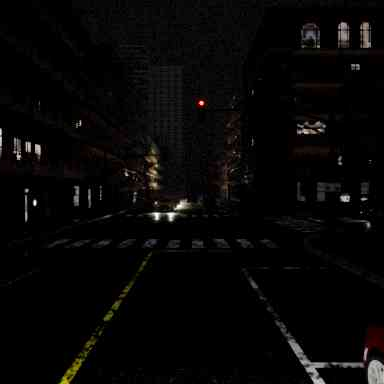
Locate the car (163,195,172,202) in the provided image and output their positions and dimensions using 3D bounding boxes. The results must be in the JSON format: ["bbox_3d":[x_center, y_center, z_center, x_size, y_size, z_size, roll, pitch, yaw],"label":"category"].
[{"bbox_3d":[-5.738,1.561,78.289,1.752,1.417,4.829,-1,0,0],"label":"car"}]

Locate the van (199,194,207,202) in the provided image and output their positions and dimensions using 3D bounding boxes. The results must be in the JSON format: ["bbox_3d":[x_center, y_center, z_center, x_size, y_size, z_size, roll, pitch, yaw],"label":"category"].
[{"bbox_3d":[2.640,1.377,78.458,1.690,1.788,3.998,-1,0,0],"label":"van"}]

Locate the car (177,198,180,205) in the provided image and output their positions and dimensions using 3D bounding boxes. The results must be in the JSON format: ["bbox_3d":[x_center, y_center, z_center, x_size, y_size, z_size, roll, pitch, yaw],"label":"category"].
[{"bbox_3d":[-3.121,1.559,49.277,2.033,1.411,5.357,0,0,0],"label":"car"}]

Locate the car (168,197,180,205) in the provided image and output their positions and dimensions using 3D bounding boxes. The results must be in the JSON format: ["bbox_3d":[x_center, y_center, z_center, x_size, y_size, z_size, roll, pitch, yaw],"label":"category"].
[{"bbox_3d":[-3.106,1.620,59.277,1.895,1.301,4.718,0,0,1],"label":"car"}]

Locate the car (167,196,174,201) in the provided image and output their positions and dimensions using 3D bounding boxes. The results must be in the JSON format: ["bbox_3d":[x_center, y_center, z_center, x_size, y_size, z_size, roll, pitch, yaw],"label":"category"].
[{"bbox_3d":[-5.743,1.631,89.515,1.802,1.307,4.206,-1,0,0],"label":"car"}]

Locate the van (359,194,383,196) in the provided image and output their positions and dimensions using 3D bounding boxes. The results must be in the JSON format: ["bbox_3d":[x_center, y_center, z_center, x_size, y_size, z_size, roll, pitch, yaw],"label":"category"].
[{"bbox_3d":[15.628,1.035,27.397,3.998,1.788,1.690,-1,1,-1],"label":"van"}]

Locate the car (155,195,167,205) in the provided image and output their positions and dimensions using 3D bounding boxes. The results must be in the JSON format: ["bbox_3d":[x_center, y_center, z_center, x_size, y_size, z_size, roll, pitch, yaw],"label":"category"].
[{"bbox_3d":[-5.730,1.461,61.875,1.967,1.590,4.097,-1,0,0],"label":"car"}]

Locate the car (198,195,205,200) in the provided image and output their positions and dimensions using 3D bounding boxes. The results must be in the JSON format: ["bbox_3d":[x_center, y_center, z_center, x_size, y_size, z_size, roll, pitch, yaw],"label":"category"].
[{"bbox_3d":[2.633,1.600,95.042,1.887,1.381,4.507,-1,0,0],"label":"car"}]

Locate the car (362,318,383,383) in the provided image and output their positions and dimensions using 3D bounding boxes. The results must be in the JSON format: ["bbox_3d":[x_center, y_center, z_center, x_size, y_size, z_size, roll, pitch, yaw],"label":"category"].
[{"bbox_3d":[2.684,1.544,1.819,1.887,1.381,4.507,0,0,0],"label":"car"}]

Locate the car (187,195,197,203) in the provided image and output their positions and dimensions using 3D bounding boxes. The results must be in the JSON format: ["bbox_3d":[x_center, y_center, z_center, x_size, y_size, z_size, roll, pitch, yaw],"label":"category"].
[{"bbox_3d":[0.066,1.380,69.776,2.097,1.767,4.553,0,0,0],"label":"car"}]

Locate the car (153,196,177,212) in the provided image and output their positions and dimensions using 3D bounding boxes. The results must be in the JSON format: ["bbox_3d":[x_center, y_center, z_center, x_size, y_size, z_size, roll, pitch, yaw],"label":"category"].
[{"bbox_3d":[-3.117,1.483,39.313,1.882,1.535,5.008,0,0,0],"label":"car"}]

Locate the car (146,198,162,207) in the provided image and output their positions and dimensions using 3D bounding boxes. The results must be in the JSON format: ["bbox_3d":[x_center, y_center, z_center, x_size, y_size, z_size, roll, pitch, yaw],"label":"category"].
[{"bbox_3d":[-5.723,1.579,50.819,1.947,1.339,4.313,0,0,0],"label":"car"}]

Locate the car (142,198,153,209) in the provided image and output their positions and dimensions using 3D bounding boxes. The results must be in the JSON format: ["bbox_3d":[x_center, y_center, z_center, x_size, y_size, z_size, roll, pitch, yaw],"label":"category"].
[{"bbox_3d":[-5.719,1.560,45.292,2.008,1.369,4.403,0,0,0],"label":"car"}]

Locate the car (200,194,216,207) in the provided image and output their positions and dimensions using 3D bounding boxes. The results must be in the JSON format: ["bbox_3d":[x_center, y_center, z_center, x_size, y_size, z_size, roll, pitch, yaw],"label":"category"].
[{"bbox_3d":[2.656,1.453,50.819,1.967,1.590,4.097,-1,0,0],"label":"car"}]

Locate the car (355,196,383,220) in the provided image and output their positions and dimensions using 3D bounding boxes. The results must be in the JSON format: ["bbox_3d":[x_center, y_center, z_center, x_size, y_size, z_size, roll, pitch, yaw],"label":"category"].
[{"bbox_3d":[15.026,1.229,24.816,4.892,1.490,1.837,-1,0,-1],"label":"car"}]

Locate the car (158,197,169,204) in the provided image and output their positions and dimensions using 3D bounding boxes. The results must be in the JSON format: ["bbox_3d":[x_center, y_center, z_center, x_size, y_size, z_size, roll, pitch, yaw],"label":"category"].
[{"bbox_3d":[-5.732,1.608,67.403,1.802,1.307,4.206,-1,0,0],"label":"car"}]

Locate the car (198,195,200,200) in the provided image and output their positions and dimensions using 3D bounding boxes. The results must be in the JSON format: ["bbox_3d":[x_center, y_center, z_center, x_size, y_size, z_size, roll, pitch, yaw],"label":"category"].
[{"bbox_3d":[2.649,1.576,67.402,2.008,1.369,4.403,-1,0,0],"label":"car"}]
